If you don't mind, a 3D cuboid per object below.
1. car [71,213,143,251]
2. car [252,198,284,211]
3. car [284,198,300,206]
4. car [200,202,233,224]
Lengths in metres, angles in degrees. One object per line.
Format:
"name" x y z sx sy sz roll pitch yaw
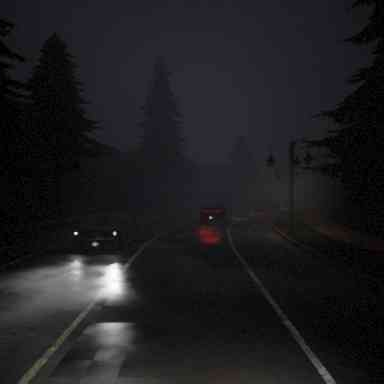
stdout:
"car" -3.417 1.582 14.211 1.895 1.301 4.718 0 0 3
"car" 9.040 1.545 40.063 1.895 1.301 4.718 0 0 35
"car" 14.738 1.529 51.690 4.718 1.301 1.895 0 0 -40
"car" 1.828 1.470 24.512 1.837 1.490 4.892 0 0 14
